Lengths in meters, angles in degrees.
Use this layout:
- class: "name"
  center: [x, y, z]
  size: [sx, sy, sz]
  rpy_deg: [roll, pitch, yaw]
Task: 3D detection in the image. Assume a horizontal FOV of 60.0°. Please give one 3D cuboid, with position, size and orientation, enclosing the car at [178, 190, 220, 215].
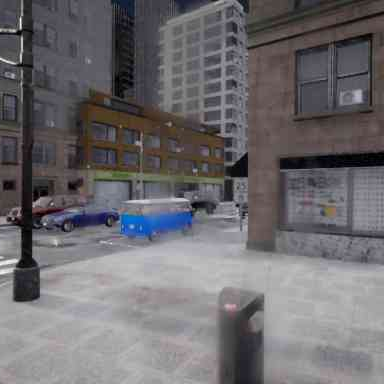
- class: "car"
  center: [-0.112, 0.914, 27.552]
  size: [2.150, 2.045, 5.566]
  rpy_deg: [0, 1, 35]

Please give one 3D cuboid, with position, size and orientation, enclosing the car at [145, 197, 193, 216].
- class: "car"
  center: [-1.952, 1.215, 29.549]
  size: [1.887, 1.381, 4.507]
  rpy_deg: [1, 1, 35]

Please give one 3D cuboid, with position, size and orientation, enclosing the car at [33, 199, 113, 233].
- class: "car"
  center: [-6.201, 1.351, 18.938]
  size: [1.812, 1.442, 4.674]
  rpy_deg: [0, 1, 35]

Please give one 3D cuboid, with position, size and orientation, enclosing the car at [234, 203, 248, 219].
- class: "car"
  center: [5.010, 1.280, 24.629]
  size: [2.008, 1.369, 4.403]
  rpy_deg: [1, 1, 35]

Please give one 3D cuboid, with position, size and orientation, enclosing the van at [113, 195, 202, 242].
- class: "van"
  center: [-1.462, 1.208, 15.465]
  size: [1.690, 1.788, 3.998]
  rpy_deg: [1, 1, 35]

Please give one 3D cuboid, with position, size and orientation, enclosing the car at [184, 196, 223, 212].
- class: "car"
  center: [1.285, 1.167, 34.131]
  size: [1.947, 1.339, 4.313]
  rpy_deg: [1, 2, 35]

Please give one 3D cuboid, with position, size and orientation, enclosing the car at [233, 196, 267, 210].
- class: "car"
  center: [6.463, 1.155, 36.838]
  size: [1.895, 1.301, 4.718]
  rpy_deg: [0, 1, 35]

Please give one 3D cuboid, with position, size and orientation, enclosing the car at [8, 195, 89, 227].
- class: "car"
  center: [-8.424, 1.123, 20.384]
  size: [2.192, 1.841, 5.009]
  rpy_deg: [1, 1, 35]
